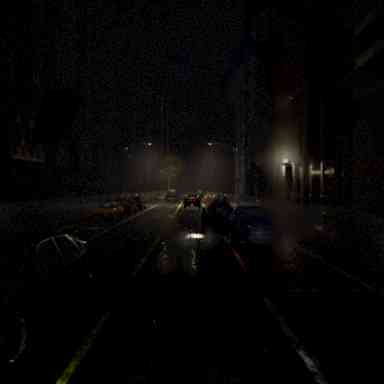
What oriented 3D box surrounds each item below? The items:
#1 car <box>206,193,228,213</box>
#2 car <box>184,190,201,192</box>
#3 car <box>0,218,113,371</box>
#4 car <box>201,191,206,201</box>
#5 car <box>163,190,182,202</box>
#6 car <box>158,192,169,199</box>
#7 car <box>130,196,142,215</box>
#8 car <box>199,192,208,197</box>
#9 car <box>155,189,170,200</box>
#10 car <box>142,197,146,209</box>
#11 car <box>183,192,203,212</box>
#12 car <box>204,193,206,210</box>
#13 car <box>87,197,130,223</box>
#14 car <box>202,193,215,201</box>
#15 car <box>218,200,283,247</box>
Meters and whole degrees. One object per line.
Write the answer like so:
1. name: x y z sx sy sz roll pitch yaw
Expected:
1. car: 2.753 1.007 34.194 1.967 1.590 4.097 0 1 0
2. car: -0.013 0.856 49.739 1.882 1.535 5.008 0 1 0
3. car: -3.102 1.470 5.811 2.033 1.411 5.357 0 1 0
4. car: 2.749 0.800 51.226 1.967 1.590 4.097 0 1 0
5. car: -3.016 0.823 52.719 1.882 1.535 5.008 0 0 0
6. car: -5.780 0.705 68.251 2.008 1.369 4.403 0 1 0
7. car: -5.770 1.182 28.512 1.887 1.381 4.507 0 1 0
8. car: 2.742 0.599 79.614 1.802 1.307 4.206 0 1 0
9. car: -5.779 0.663 62.572 1.967 1.590 4.097 0 1 0
10. car: -5.772 1.133 34.190 1.947 1.339 4.313 0 1 0
11. car: 0.037 1.032 37.564 1.837 1.490 4.892 0 1 0
12. car: 2.752 1.064 39.874 1.947 1.339 4.313 0 1 0
13. car: -5.769 1.235 22.665 1.752 1.417 4.829 0 1 0
14. car: 2.748 0.857 56.905 1.947 1.339 4.313 0 1 0
15. car: 2.356 1.296 14.016 1.882 1.535 5.008 0 1 0
